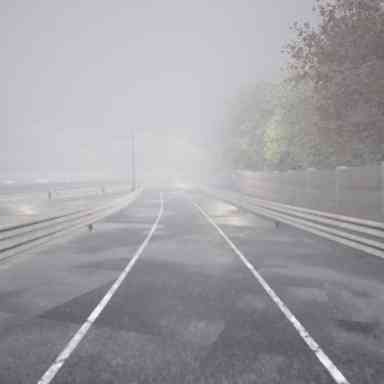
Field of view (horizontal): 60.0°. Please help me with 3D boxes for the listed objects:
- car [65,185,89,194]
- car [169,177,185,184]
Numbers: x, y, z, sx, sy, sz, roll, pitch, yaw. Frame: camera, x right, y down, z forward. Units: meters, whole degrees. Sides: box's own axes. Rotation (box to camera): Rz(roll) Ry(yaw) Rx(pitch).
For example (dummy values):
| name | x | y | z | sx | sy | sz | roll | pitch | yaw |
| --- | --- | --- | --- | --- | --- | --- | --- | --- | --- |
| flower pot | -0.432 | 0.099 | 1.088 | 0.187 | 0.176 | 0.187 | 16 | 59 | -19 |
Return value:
| name | x | y | z | sx | sy | sz | roll | pitch | yaw |
| --- | --- | --- | --- | --- | --- | --- | --- | --- | --- |
| car | -18.463 | -0.504 | 53.553 | 1.994 | 1.385 | 4.181 | 1 | 4 | 20 |
| car | -3.343 | -2.705 | 84.151 | 1.812 | 1.442 | 4.674 | 1 | 4 | 21 |
